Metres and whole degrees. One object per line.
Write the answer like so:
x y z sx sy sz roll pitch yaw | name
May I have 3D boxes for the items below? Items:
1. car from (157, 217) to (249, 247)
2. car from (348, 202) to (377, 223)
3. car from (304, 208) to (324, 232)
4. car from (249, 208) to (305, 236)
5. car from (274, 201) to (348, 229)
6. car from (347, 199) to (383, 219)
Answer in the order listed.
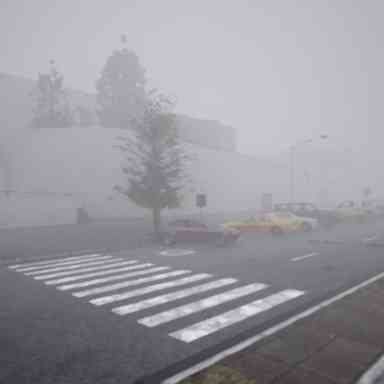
0.335 2.172 18.392 4.792 1.488 2.163 -4 -3 27 | car
13.639 2.057 30.621 5.366 1.575 1.946 -4 -3 27 | car
6.890 2.165 24.554 4.674 1.452 2.002 -4 -3 27 | car
4.529 2.142 22.580 5.366 1.575 1.946 -4 -2 27 | car
9.105 1.862 26.605 5.566 2.045 2.435 -4 -3 27 | car
15.631 1.794 32.773 5.566 2.045 2.435 -4 -2 27 | car
